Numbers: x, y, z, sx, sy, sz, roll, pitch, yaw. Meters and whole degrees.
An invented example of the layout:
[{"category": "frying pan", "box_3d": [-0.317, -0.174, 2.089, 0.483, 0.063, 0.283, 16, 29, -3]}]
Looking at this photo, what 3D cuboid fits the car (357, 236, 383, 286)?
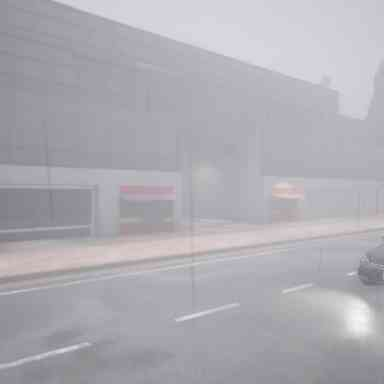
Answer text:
[{"category": "car", "box_3d": [6.028, 1.528, 8.249, 4.674, 1.442, 1.812, 0, 0, -35]}]
